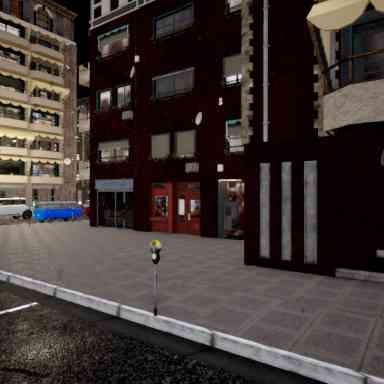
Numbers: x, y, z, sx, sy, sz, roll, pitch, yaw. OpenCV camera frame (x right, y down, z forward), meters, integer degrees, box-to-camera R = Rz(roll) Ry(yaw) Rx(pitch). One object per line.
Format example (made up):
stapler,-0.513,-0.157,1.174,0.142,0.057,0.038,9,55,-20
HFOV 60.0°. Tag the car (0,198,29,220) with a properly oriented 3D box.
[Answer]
car,-17.156,1.546,30.576,2.150,2.045,5.566,0,-1,34

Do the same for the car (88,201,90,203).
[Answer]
car,-11.417,2.079,38.624,1.994,1.385,4.181,0,-1,35

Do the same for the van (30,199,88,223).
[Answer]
van,-11.375,1.706,28.473,1.690,1.788,3.998,-1,-2,35

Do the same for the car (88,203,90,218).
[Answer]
car,-8.306,2.037,33.083,1.947,1.339,4.313,-1,-2,35
